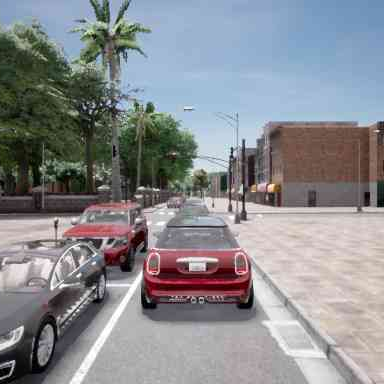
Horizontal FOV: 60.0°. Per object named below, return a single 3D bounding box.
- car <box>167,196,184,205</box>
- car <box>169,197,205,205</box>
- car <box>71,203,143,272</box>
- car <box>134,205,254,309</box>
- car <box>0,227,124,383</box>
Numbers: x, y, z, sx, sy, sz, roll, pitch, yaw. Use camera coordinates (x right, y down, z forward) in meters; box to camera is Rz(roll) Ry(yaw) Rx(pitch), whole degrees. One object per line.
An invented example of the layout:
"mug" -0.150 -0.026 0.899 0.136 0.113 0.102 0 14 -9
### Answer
"car" -2.640 1.543 49.102 1.967 1.590 4.097 0 0 0
"car" 0.075 1.363 17.802 2.097 1.767 4.553 0 0 -1
"car" -2.639 1.318 10.953 2.192 1.841 5.009 0 0 0
"car" 0.098 1.354 8.028 2.097 1.767 4.553 0 0 0
"car" -2.638 1.551 5.489 2.008 1.369 4.403 0 0 0
